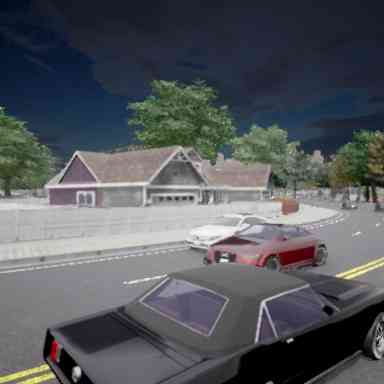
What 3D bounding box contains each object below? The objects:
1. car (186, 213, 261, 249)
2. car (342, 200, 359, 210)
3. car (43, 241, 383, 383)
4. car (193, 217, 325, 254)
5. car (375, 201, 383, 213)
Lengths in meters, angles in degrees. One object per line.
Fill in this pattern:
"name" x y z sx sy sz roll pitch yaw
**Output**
"car" 1.867 1.644 13.993 4.674 1.442 1.812 1 -1 -43
"car" 24.499 2.012 51.525 2.128 1.511 4.902 0 -1 16
"car" 0.814 1.636 4.273 4.718 1.301 1.895 0 -1 -38
"car" 2.330 1.647 10.053 4.181 1.385 1.994 0 -1 -42
"car" 25.466 1.907 43.911 2.128 1.511 4.902 0 -1 20
